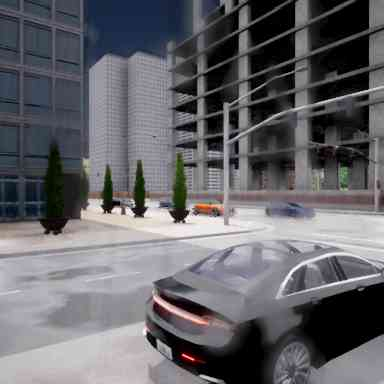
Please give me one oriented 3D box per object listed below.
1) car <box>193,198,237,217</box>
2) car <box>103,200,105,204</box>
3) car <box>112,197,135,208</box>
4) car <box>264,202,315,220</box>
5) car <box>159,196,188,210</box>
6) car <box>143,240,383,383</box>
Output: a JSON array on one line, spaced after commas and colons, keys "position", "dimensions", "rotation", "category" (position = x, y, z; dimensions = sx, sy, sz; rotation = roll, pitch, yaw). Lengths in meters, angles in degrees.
[{"position": [2.122, 1.407, 31.536], "dimensions": [2.097, 1.767, 4.553], "rotation": [0, 0, -36], "category": "car"}, {"position": [-14.664, 1.622, 60.734], "dimensions": [1.994, 1.385, 4.181], "rotation": [0, 0, -36], "category": "car"}, {"position": [-10.021, 1.547, 48.255], "dimensions": [2.128, 1.511, 4.902], "rotation": [0, 0, -36], "category": "car"}, {"position": [8.374, 1.581, 28.886], "dimensions": [1.812, 1.442, 4.674], "rotation": [0, 0, -36], "category": "car"}, {"position": [-2.509, 1.406, 43.858], "dimensions": [2.097, 1.767, 4.553], "rotation": [0, 0, -36], "category": "car"}, {"position": [1.662, 1.492, 5.040], "dimensions": [4.902, 1.511, 2.128], "rotation": [0, 0, -36], "category": "car"}]
